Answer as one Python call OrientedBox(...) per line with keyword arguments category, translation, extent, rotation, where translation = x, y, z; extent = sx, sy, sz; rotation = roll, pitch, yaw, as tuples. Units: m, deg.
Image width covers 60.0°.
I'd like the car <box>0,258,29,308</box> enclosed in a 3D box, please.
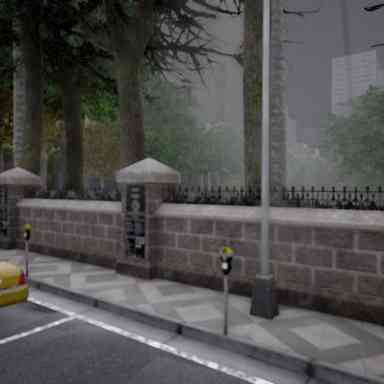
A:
OrientedBox(category="car", translation=(-5.142, 1.467, 6.608), extent=(4.829, 1.417, 1.752), rotation=(1, 0, 35))
